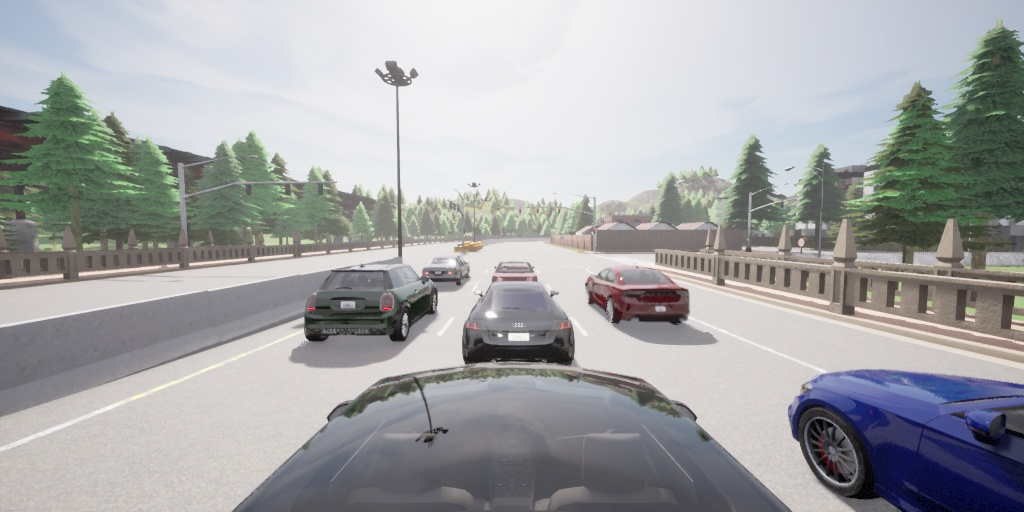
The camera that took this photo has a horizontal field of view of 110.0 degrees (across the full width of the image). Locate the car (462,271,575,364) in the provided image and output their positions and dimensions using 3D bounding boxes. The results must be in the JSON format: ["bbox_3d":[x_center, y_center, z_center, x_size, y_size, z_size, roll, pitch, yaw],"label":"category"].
[{"bbox_3d":[0.106,1.222,7.794,1.994,1.385,4.181,0,2,0],"label":"car"}]

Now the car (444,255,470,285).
[{"bbox_3d":[-3.388,0.670,18.972,2.033,1.411,5.357,0,3,0],"label":"car"}]

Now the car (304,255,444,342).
[{"bbox_3d":[-3.395,0.957,9.550,2.097,1.767,4.553,0,2,0],"label":"car"}]

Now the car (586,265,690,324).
[{"bbox_3d":[3.607,1.019,11.161,1.882,1.535,5.008,0,3,0],"label":"car"}]

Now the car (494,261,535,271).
[{"bbox_3d":[0.110,0.860,16.556,1.895,1.301,4.718,0,3,0],"label":"car"}]

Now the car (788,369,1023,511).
[{"bbox_3d":[3.587,1.276,1.494,1.812,1.442,4.674,0,0,0],"label":"car"}]
